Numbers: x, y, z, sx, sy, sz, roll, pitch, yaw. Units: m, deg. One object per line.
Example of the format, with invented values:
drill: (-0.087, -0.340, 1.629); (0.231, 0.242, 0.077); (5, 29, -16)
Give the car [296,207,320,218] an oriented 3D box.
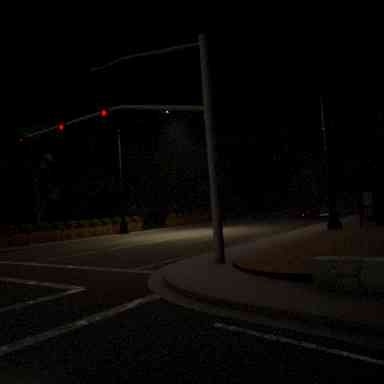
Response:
car: (15.485, 2.674, 44.232); (1.895, 1.301, 4.718); (-6, -4, 37)
